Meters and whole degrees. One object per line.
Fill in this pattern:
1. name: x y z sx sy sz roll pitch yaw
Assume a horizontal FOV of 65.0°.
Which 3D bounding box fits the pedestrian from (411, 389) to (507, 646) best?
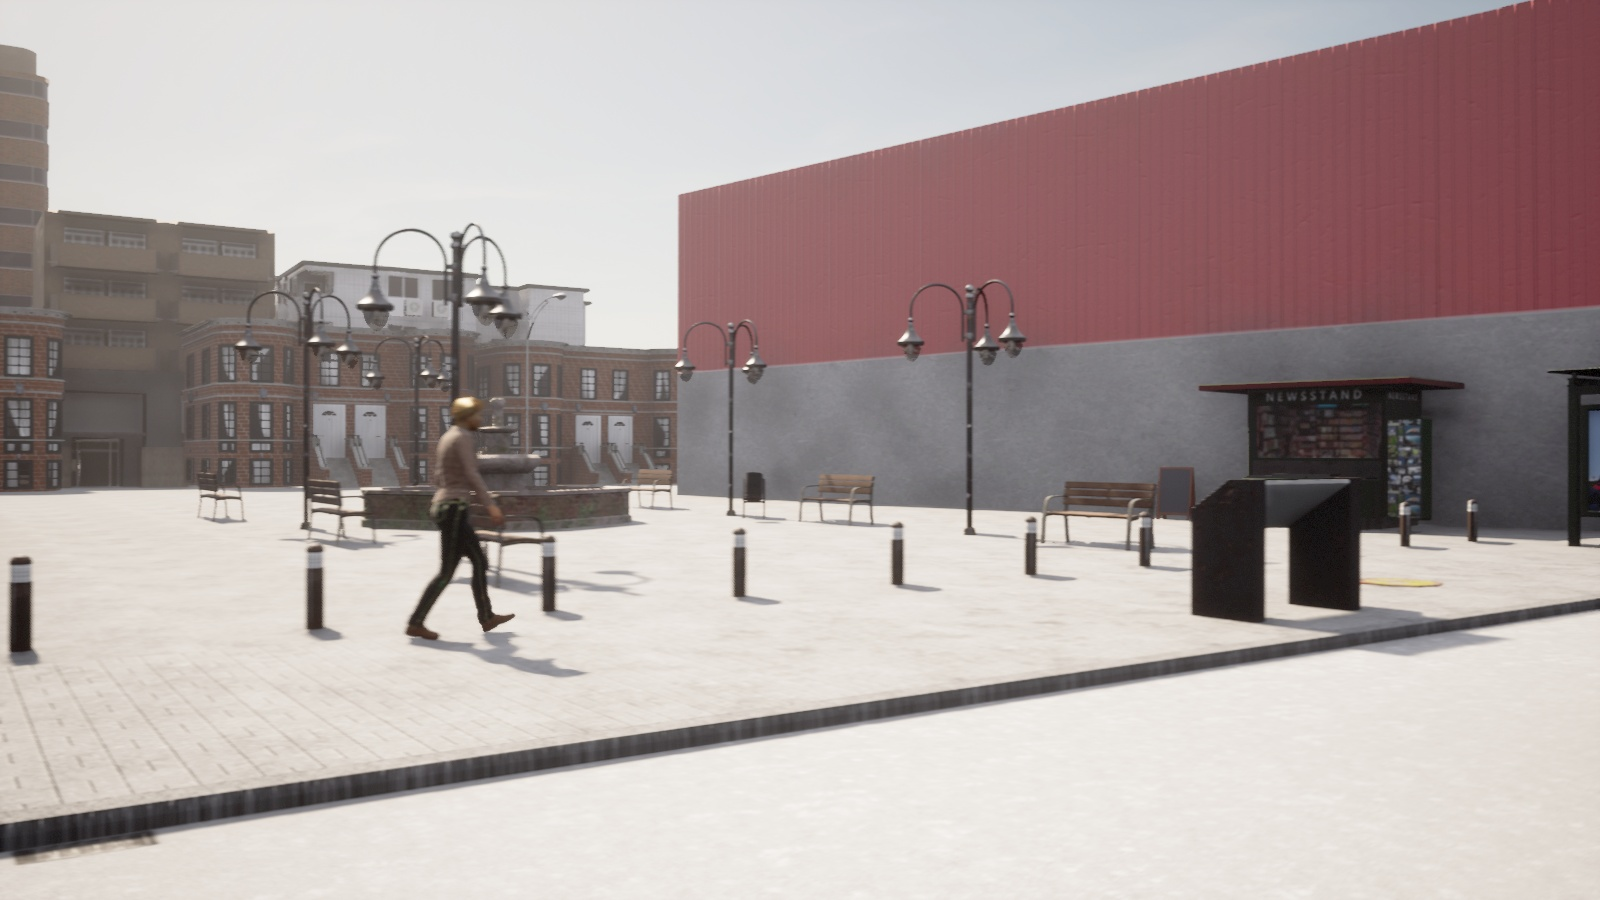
1. pedestrian: -2.530 0.482 9.310 0.634 1.846 0.331 0 0 -27
